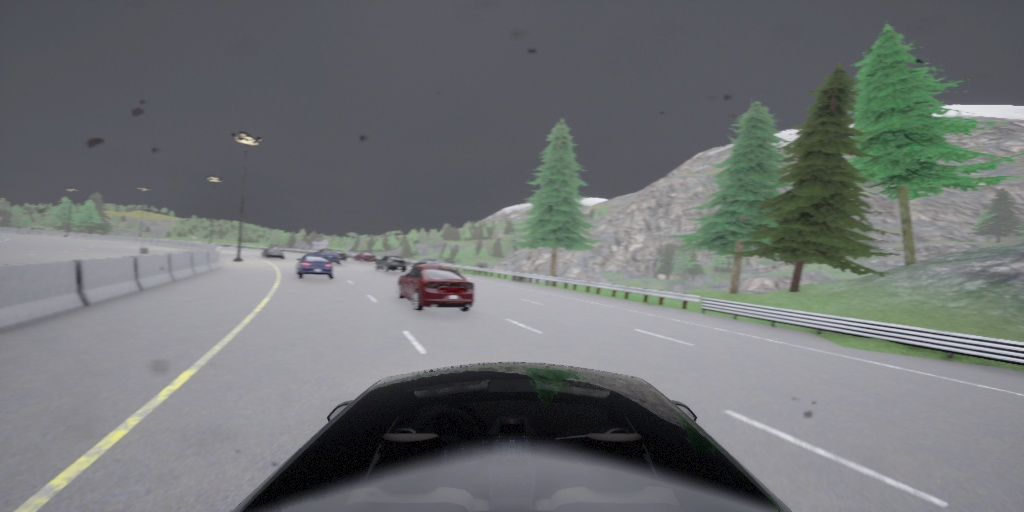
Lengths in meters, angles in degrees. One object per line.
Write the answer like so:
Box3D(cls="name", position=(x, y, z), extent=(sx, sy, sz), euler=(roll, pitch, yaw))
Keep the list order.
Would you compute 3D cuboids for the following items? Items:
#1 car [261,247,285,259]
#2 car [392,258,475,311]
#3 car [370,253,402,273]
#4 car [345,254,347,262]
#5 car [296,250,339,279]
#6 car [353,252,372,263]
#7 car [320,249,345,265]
Box3D(cls="car", position=(-30.323, -0.397, 45.463), extent=(1.994, 1.385, 4.181), euler=(4, -1, -44))
Box3D(cls="car", position=(-3.061, 1.111, 13.751), extent=(1.882, 1.535, 5.008), euler=(4, -1, -28))
Box3D(cls="car", position=(-11.223, 0.734, 33.195), extent=(1.837, 1.490, 4.892), euler=(5, -2, -36))
Box3D(cls="car", position=(-24.262, -0.047, 49.278), extent=(1.882, 1.535, 5.008), euler=(5, -1, -43))
Box3D(cls="car", position=(-12.426, 0.596, 22.559), extent=(1.812, 1.442, 4.674), euler=(4, -1, -33))
Box3D(cls="car", position=(-20.684, 0.203, 50.526), extent=(1.882, 1.535, 5.008), euler=(5, -1, -42))
Box3D(cls="car", position=(-20.576, 0.002, 39.643), extent=(2.097, 1.767, 4.553), euler=(4, -1, -40))
